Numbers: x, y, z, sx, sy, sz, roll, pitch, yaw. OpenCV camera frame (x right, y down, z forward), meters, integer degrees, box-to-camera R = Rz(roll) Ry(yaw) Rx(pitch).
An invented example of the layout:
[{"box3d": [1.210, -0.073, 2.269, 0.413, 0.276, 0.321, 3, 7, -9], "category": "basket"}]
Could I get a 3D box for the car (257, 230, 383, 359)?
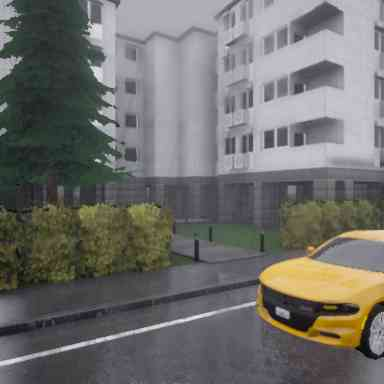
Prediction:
[{"box3d": [3.414, 1.474, 6.106, 5.008, 1.535, 1.882, 0, 0, -32], "category": "car"}]
